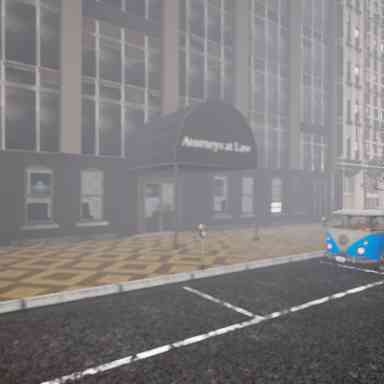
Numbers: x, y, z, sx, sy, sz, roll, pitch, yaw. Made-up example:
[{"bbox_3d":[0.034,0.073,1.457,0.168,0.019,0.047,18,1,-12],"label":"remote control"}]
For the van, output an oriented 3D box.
[{"bbox_3d":[6.016,1.443,10.854,3.998,1.788,1.690,1,-1,-35],"label":"van"}]
